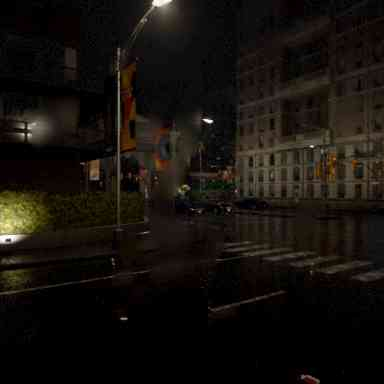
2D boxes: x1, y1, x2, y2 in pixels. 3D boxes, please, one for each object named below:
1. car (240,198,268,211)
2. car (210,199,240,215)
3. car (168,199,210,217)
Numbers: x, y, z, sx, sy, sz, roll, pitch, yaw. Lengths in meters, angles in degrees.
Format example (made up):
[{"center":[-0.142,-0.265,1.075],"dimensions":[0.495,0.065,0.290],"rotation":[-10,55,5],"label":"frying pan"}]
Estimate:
[{"center":[7.137,1.477,41.396],"dimensions":[1.882,1.535,5.008],"rotation":[0,0,-35],"label":"car"},{"center":[2.170,1.491,34.229],"dimensions":[2.128,1.511,4.902],"rotation":[0,0,-35],"label":"car"},{"center":[-0.621,1.526,32.112],"dimensions":[1.812,1.442,4.674],"rotation":[0,0,-35],"label":"car"}]
